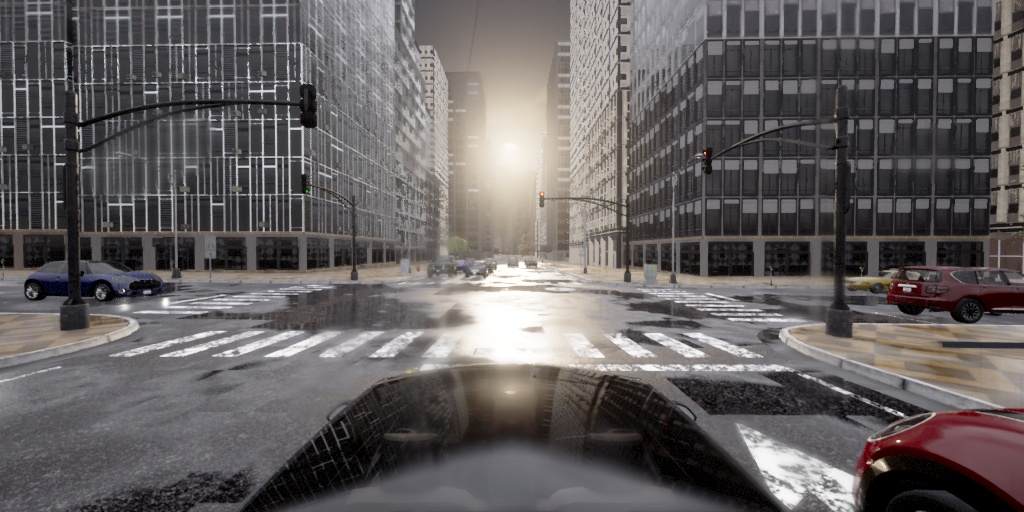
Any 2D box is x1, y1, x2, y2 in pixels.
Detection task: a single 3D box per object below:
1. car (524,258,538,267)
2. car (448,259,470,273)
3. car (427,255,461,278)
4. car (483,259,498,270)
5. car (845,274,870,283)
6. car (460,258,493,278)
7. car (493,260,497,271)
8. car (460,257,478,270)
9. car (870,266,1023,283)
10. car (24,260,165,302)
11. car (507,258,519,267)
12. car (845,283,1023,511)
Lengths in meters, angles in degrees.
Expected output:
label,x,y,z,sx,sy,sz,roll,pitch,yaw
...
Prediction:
label,x,y,z,sx,sy,sz,roll,pitch,yaw
car,3.449,1.301,63.380,1.895,1.301,4.718,0,0,0
car,-6.464,1.199,44.148,1.882,1.535,5.008,0,0,0
car,-6.488,0.952,34.182,2.150,2.045,5.566,0,0,0
car,-3.176,1.259,53.925,2.033,1.411,5.357,0,0,0
car,21.862,1.408,20.791,4.829,1.417,1.751,0,0,1
car,-3.246,1.223,33.941,2.128,1.511,4.902,0,0,1
car,-3.218,1.323,43.222,1.895,1.301,4.718,0,0,0
car,-6.423,1.063,53.816,2.097,1.767,4.553,0,0,0
car,16.224,1.281,12.525,5.009,1.841,2.192,0,0,1
car,-18.151,0.970,15.742,4.553,1.767,2.097,1,1,3
car,0.199,1.264,63.362,1.994,1.385,4.181,0,0,0
car,3.253,1.103,0.409,2.097,1.767,4.553,0,0,0
